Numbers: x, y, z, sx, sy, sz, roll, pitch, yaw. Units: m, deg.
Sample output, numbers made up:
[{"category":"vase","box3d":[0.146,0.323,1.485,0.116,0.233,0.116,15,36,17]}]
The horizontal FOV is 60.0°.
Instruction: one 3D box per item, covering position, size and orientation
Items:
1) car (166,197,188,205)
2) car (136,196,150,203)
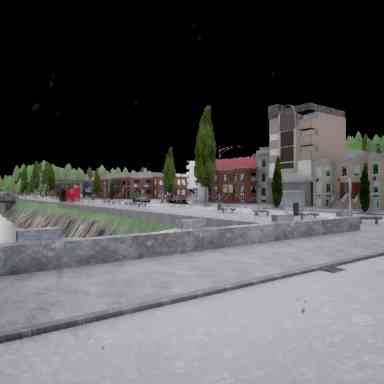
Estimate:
[{"category":"car","box3d":[-2.721,1.600,58.176,1.895,1.301,4.718,0,0,-35]},{"category":"car","box3d":[-10.357,1.561,68.882,1.994,1.385,4.181,0,0,-35]}]
